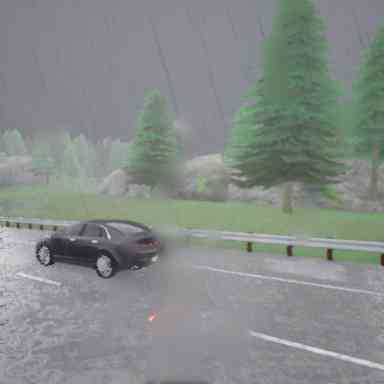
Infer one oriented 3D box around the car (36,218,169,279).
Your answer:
[{"bbox_3d":[-2.945,1.600,10.398,4.892,1.490,1.837,-1,0,36],"label":"car"}]
